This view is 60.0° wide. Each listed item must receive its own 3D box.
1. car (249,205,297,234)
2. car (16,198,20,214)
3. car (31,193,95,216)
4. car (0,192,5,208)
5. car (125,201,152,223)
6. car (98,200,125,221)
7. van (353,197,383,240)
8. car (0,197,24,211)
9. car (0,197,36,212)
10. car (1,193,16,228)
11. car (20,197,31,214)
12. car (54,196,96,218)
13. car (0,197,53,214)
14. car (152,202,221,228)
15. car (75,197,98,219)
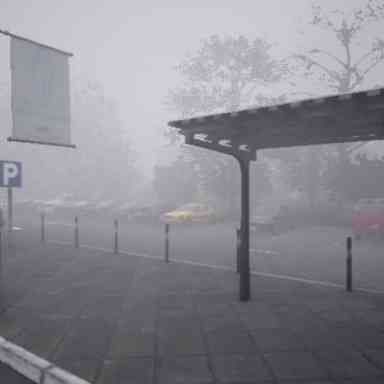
[{"bbox_3d":[4.595,1.496,19.387,2.163,1.488,4.792,0,0,35],"label":"car"},{"bbox_3d":[-15.747,1.384,33.890,2.097,1.535,5.008,0,0,35],"label":"car"},{"bbox_3d":[-11.236,1.153,30.651,2.435,2.045,5.566,0,0,35],"label":"car"},{"bbox_3d":[-27.037,1.032,41.965,2.435,2.045,5.566,1,0,35],"label":"car"},{"bbox_3d":[-2.156,1.469,24.262,2.163,1.488,4.792,0,0,35],"label":"car"},{"bbox_3d":[-4.431,1.432,25.853,2.231,1.521,4.892,0,0,35],"label":"car"},{"bbox_3d":[9.202,1.259,16.288,1.878,1.987,4.442,0,0,35],"label":"van"},{"bbox_3d":[-22.516,1.362,38.748,2.163,1.488,4.792,1,0,35],"label":"car"},{"bbox_3d":[-20.282,1.385,37.087,2.163,1.488,4.792,1,0,35],"label":"car"},{"bbox_3d":[-11.324,1.182,14.662,2.435,2.045,5.566,0,0,35],"label":"car"},{"bbox_3d":[-13.484,1.396,32.279,2.231,1.521,4.892,0,0,35],"label":"car"},{"bbox_3d":[-8.955,1.413,29.070,2.097,1.535,5.008,0,0,35],"label":"car"},{"bbox_3d":[-17.899,1.367,35.655,1.946,1.575,5.366,0,0,35],"label":"car"},{"bbox_3d":[-0.020,1.446,22.478,1.946,1.575,5.366,0,0,35],"label":"car"},{"bbox_3d":[-6.693,1.422,27.461,2.097,1.535,5.008,0,0,35],"label":"car"}]
